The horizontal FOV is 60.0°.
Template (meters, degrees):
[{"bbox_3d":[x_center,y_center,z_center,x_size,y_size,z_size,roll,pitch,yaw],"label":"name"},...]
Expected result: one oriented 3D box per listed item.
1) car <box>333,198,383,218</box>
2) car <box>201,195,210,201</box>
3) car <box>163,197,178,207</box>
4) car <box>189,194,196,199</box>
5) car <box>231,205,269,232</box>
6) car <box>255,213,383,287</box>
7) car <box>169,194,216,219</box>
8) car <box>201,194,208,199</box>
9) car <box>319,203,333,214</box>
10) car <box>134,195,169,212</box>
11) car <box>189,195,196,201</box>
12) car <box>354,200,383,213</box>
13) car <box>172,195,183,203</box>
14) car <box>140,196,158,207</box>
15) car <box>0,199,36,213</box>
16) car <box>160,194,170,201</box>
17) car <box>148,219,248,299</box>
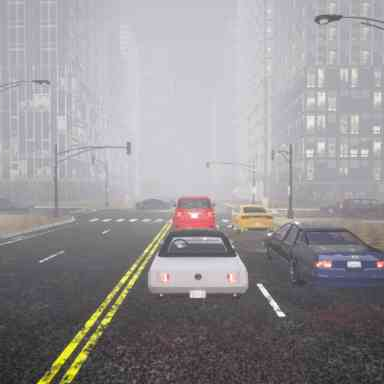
[{"bbox_3d":[16.233,1.518,30.793,5.009,1.841,2.192,1,0,1],"label":"car"},{"bbox_3d":[3.334,1.455,81.595,2.033,1.411,5.357,0,0,0],"label":"car"},{"bbox_3d":[-3.287,1.527,51.209,1.994,1.385,4.181,0,0,0],"label":"car"},{"bbox_3d":[0.093,1.263,92.017,1.812,1.442,4.674,0,0,0],"label":"car"},{"bbox_3d":[3.373,1.467,19.206,1.882,1.535,5.008,0,0,1],"label":"car"},{"bbox_3d":[3.365,1.543,9.388,2.033,1.411,5.357,0,0,0],"label":"car"},{"bbox_3d":[0.118,1.212,18.119,2.150,2.045,5.566,0,0,0],"label":"car"},{"bbox_3d":[3.343,1.263,92.013,1.812,1.442,4.674,0,0,0],"label":"car"},{"bbox_3d":[16.557,1.589,36.572,5.008,1.535,1.882,1,1,1],"label":"car"},{"bbox_3d":[-4.244,1.445,37.342,4.674,1.442,1.812,0,1,-36],"label":"car"},{"bbox_3d":[0.083,1.439,82.015,1.812,1.442,4.674,0,0,0],"label":"car"},{"bbox_3d":[21.850,1.641,39.074,4.829,1.417,1.752,1,0,1],"label":"car"},{"bbox_3d":[-3.178,1.463,71.558,2.128,1.511,4.902,0,0,0],"label":"car"},{"bbox_3d":[-6.543,1.455,50.775,2.128,1.511,4.902,0,0,0],"label":"car"},{"bbox_3d":[-18.992,1.393,33.994,5.357,1.411,2.033,1,1,1],"label":"car"},{"bbox_3d":[-6.419,1.280,80.649,2.097,1.767,4.553,0,0,0],"label":"car"},{"bbox_3d":[0.110,1.597,8.361,1.895,1.301,4.718,0,0,0],"label":"car"}]
